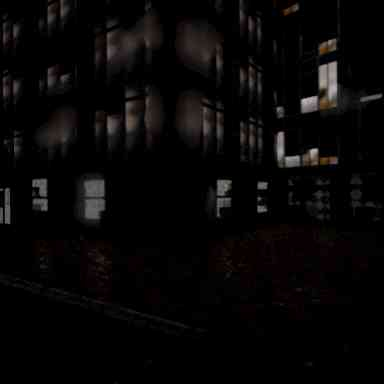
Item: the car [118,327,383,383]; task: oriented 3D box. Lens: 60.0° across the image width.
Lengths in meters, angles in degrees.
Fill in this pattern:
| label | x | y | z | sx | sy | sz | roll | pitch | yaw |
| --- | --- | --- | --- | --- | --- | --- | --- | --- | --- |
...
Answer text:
| label | x | y | z | sx | sy | sz | roll | pitch | yaw |
| --- | --- | --- | --- | --- | --- | --- | --- | --- | --- |
| car | 1.262 | 1.582 | 1.974 | 4.206 | 1.307 | 1.802 | -1 | 0 | 35 |
